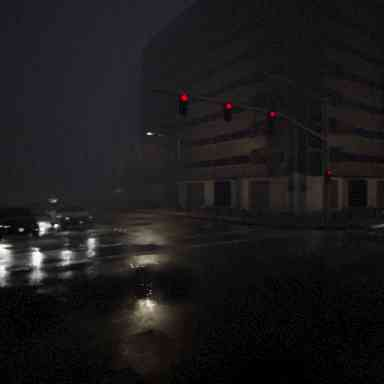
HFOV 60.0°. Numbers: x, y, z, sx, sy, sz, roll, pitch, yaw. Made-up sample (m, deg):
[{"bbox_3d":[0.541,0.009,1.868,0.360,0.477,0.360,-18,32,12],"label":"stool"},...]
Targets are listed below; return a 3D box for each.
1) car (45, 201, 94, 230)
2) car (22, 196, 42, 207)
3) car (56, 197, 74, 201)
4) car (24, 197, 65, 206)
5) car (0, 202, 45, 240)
[{"bbox_3d":[-7.901,1.530,21.627,1.812,1.442,4.674,-1,0,-35],"label":"car"},{"bbox_3d":[-26.173,1.495,54.311,2.128,1.511,4.902,-1,0,-35],"label":"car"},{"bbox_3d":[-18.988,1.569,50.121,1.895,1.301,4.718,-1,0,-35],"label":"car"},{"bbox_3d":[-13.071,1.503,29.020,2.128,1.511,4.902,-1,0,-35],"label":"car"},{"bbox_3d":[-9.398,1.537,17.617,1.837,1.490,4.892,-1,0,-35],"label":"car"}]
